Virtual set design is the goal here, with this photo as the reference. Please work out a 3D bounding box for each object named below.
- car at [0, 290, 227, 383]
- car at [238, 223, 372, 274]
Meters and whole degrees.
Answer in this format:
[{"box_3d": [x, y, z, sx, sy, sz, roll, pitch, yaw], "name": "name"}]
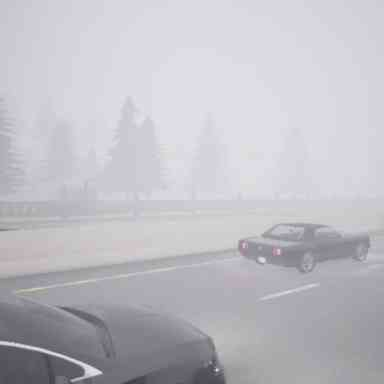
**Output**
[{"box_3d": [-1.927, 1.503, 2.372, 4.892, 1.490, 1.837, 0, 0, -35], "name": "car"}, {"box_3d": [3.807, 1.655, 10.760, 4.718, 1.301, 1.895, 0, 0, -36], "name": "car"}]
